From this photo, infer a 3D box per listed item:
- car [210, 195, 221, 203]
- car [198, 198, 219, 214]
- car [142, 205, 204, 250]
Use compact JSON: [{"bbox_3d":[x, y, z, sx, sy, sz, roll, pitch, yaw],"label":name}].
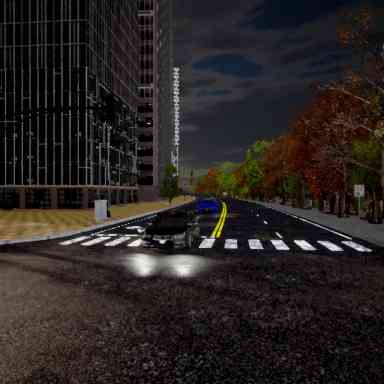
[{"bbox_3d":[4.667,1.387,66.057,2.033,1.411,5.357,0,0,4],"label":"car"},{"bbox_3d":[1.750,1.500,35.233,1.882,1.535,5.008,0,0,6],"label":"car"},{"bbox_3d":[-0.773,1.561,14.575,1.837,1.490,4.892,0,0,8],"label":"car"}]
